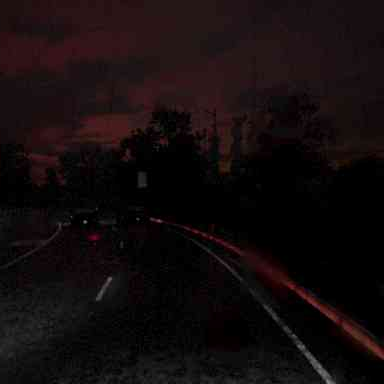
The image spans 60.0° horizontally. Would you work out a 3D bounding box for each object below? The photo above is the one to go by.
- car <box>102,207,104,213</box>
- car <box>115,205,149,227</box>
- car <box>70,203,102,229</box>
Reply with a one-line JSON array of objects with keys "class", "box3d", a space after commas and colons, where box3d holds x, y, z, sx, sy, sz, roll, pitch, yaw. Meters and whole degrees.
[{"class": "car", "box3d": [-12.210, 1.964, 39.525, 2.033, 1.411, 5.357, 1, -1, -35]}, {"class": "car", "box3d": [-4.612, 1.757, 25.382, 1.882, 1.535, 5.008, 1, -1, -20]}, {"class": "car", "box3d": [-7.647, 1.769, 23.616, 1.812, 1.442, 4.674, 1, -1, -19]}]
